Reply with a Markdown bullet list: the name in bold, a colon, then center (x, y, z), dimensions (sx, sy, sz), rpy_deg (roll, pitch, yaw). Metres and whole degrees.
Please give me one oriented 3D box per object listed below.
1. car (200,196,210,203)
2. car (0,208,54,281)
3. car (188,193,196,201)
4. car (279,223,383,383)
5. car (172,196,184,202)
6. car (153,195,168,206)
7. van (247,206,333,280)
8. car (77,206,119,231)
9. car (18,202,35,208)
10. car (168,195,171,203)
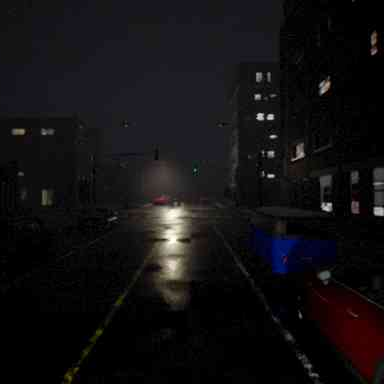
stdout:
- **car**: center (2.719, 1.548, 69.906), dimensions (1.967, 1.590, 4.097), rpy_deg (1, 0, 0)
- **car**: center (-5.672, 1.456, 9.708), dimensions (1.967, 1.590, 4.097), rpy_deg (1, 0, 0)
- **car**: center (0.017, 1.665, 86.146), dimensions (2.033, 1.411, 5.357), rpy_deg (0, 0, 0)
- **car**: center (2.707, 1.448, 4.291), dimensions (1.967, 1.590, 4.097), rpy_deg (1, 0, 0)
- **car**: center (-2.986, 1.619, 77.254), dimensions (1.837, 1.490, 4.892), rpy_deg (0, 0, 0)
- **car**: center (-5.741, 1.635, 58.477), dimensions (1.887, 1.381, 4.507), rpy_deg (1, 0, 0)
- **van**: center (2.710, 1.357, 9.698), dimensions (1.690, 1.788, 3.998), rpy_deg (1, 0, 0)
- **car**: center (-5.673, 1.584, 20.521), dimensions (2.008, 1.369, 4.403), rpy_deg (1, 0, 0)
- **car**: center (-19.293, 1.669, 35.778), dimensions (4.507, 1.381, 1.887), rpy_deg (0, -1, 1)
- **car**: center (-5.664, 1.644, 64.159), dimensions (1.887, 1.381, 4.507), rpy_deg (1, 0, 0)
